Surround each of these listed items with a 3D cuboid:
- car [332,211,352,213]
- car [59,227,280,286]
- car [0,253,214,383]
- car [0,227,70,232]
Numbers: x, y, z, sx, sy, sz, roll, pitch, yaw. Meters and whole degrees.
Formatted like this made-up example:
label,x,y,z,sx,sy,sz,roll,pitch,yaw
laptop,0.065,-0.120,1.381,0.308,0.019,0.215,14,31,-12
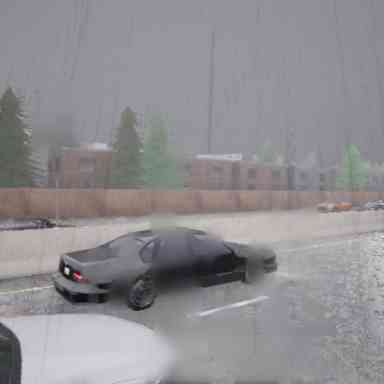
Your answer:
label,x,y,z,sx,sy,sz,roll,pitch,yaw
car,15.624,1.485,36.621,4.553,1.767,2.097,0,0,-35
car,-0.346,1.562,7.805,5.357,1.411,2.033,0,0,-35
car,-2.242,1.521,2.148,4.674,1.442,1.812,0,0,-36
car,-6.509,1.601,12.247,4.718,1.301,1.895,0,0,-36
